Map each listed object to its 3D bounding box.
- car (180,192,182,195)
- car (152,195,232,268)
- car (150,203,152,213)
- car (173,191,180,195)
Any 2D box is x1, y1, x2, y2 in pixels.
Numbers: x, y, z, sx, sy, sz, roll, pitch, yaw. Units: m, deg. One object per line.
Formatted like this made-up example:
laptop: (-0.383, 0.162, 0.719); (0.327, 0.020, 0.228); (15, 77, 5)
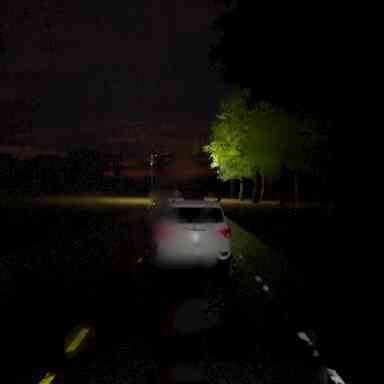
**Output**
car: (0.096, 1.292, 30.411); (2.150, 2.045, 5.566); (0, 0, 0)
car: (0.086, 1.274, 11.662); (2.150, 2.045, 5.566); (0, 0, 0)
car: (-3.594, 1.576, 37.759); (1.812, 1.442, 4.674); (0, 0, 0)
car: (-3.496, 0.503, 78.565); (2.097, 1.767, 4.553); (0, 1, 0)
